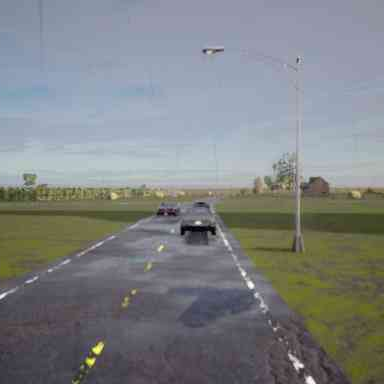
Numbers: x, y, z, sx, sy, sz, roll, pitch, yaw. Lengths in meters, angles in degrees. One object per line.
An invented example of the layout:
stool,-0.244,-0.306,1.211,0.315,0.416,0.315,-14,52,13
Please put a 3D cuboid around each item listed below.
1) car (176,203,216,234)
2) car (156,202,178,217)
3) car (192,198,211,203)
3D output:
car,0.367,1.566,19.220,1.994,1.385,4.181,0,0,1
car,-2.200,1.599,31.181,1.895,1.301,4.718,0,0,2
car,1.041,1.503,37.785,1.837,1.490,4.892,0,0,3
